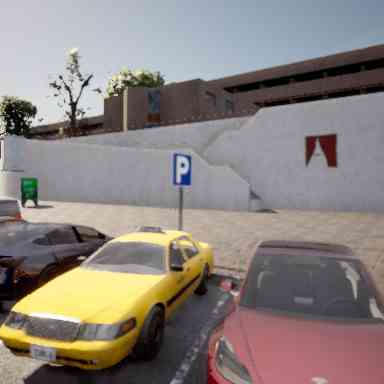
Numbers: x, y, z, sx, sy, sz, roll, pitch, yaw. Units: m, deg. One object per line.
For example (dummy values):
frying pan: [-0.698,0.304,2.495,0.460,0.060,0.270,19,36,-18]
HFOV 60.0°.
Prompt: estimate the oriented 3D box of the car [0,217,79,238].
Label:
car: [-3.291,1.460,8.177,2.163,1.488,4.792,1,0,15]

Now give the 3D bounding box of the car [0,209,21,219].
car: [-5.729,1.434,9.877,2.002,1.452,4.674,1,0,16]

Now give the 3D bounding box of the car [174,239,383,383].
car: [1.560,1.510,4.651,2.163,1.488,4.792,1,0,16]

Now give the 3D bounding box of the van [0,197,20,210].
van: [-8.171,1.131,11.496,1.878,1.987,4.442,1,0,15]

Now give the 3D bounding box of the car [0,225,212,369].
car: [-0.907,1.451,6.233,1.946,1.575,5.366,1,0,15]
